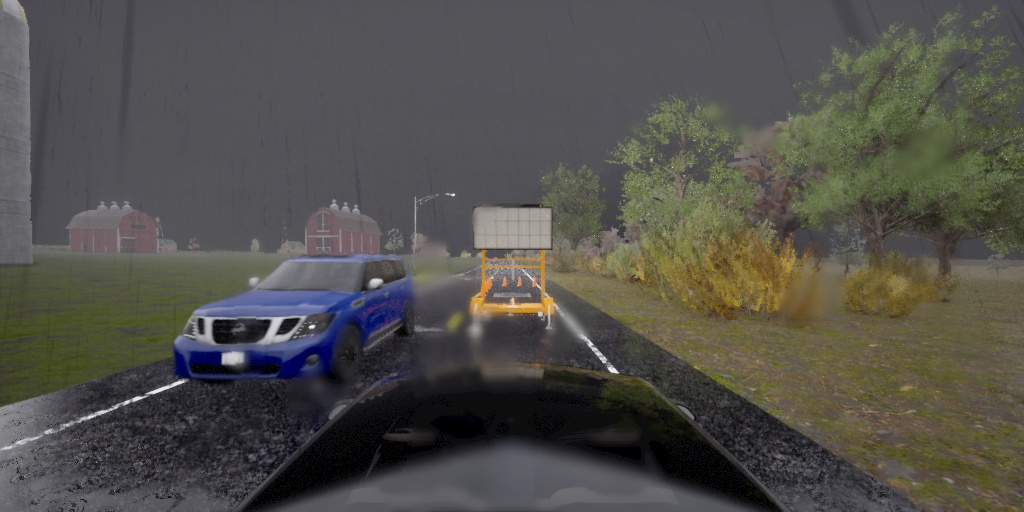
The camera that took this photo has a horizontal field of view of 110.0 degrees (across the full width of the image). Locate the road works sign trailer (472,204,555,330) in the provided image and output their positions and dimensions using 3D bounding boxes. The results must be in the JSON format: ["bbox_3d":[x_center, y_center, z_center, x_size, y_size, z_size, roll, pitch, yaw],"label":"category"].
[{"bbox_3d":[0.038,0.212,11.107,2.380,3.560,2.880,0,0,0],"label":"road works sign trailer"}]

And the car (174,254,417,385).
[{"bbox_3d":[-3.588,0.970,7.377,2.150,2.045,5.566,0,0,0],"label":"car"}]
